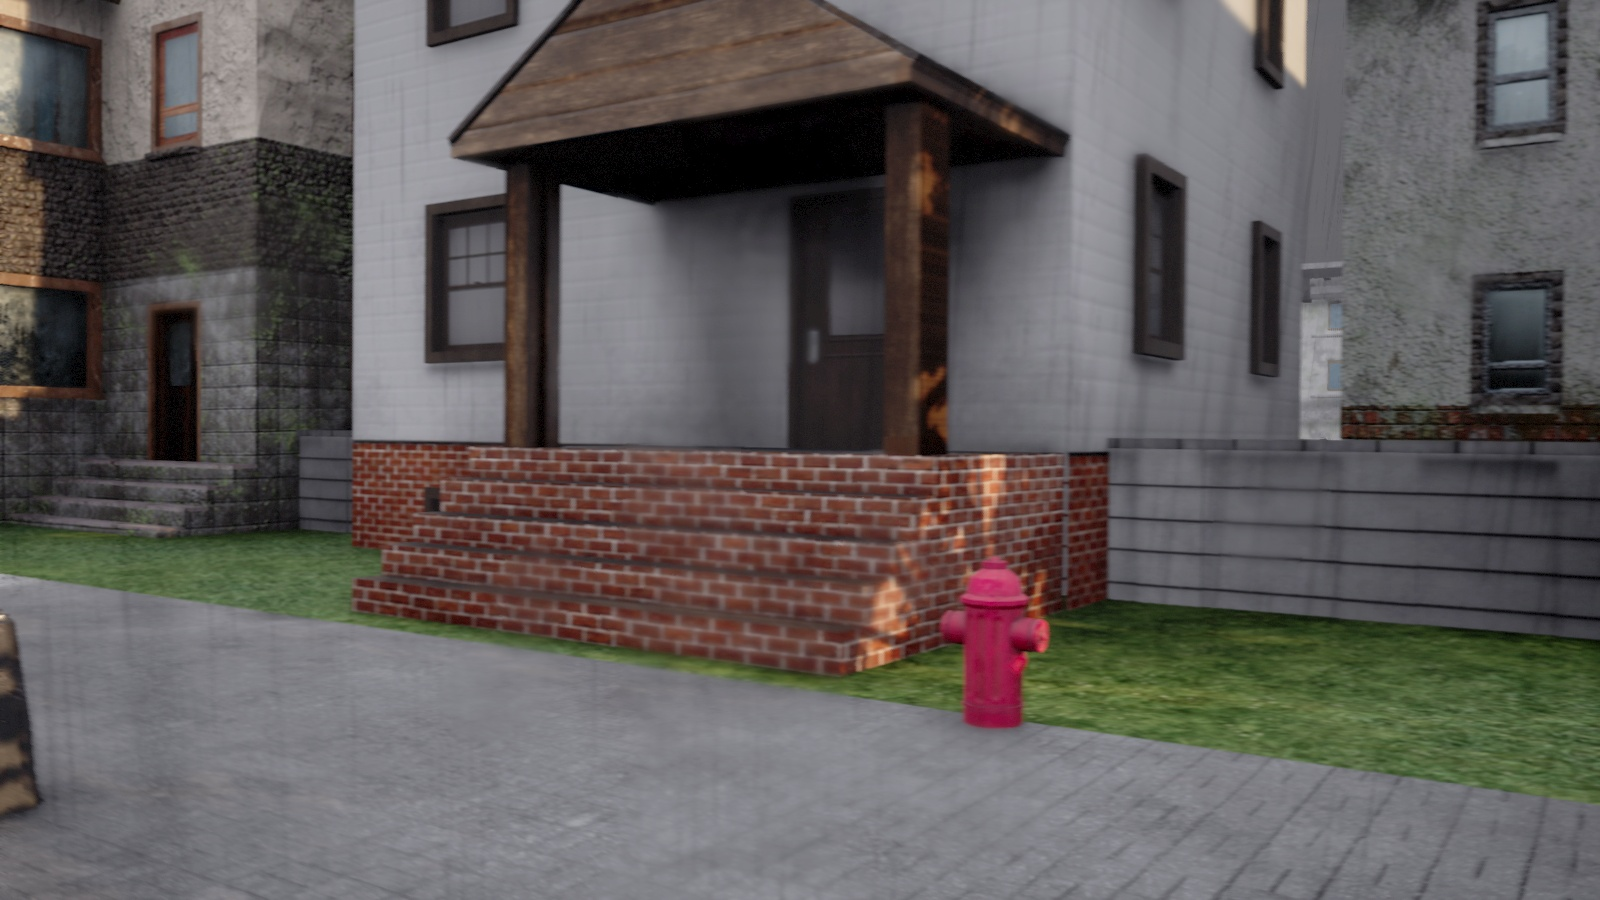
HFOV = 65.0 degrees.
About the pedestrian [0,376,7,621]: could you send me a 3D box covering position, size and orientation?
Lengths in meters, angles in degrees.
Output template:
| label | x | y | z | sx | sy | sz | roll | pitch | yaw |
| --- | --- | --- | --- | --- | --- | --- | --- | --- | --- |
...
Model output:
| label | x | y | z | sx | sy | sz | roll | pitch | yaw |
| --- | --- | --- | --- | --- | --- | --- | --- | --- | --- |
| pedestrian | -6.543 | 0.369 | 9.589 | 0.634 | 1.844 | 0.899 | -1 | 1 | -44 |
